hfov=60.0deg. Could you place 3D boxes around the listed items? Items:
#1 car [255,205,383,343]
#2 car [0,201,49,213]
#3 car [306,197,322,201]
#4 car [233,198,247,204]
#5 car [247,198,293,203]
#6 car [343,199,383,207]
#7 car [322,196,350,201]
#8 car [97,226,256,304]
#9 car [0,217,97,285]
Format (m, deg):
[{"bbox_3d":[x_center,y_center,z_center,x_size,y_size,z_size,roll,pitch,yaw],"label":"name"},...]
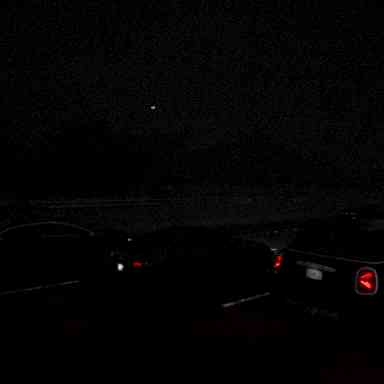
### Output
[{"bbox_3d":[3.660,1.298,6.488,4.553,1.767,2.097,-1,0,-36],"label":"car"},{"bbox_3d":[-13.270,1.452,24.625,5.008,1.535,1.882,-1,0,-36],"label":"car"},{"bbox_3d":[19.823,1.440,52.526,4.181,1.385,1.994,0,0,-35],"label":"car"},{"bbox_3d":[5.785,1.360,33.938,4.674,1.442,1.812,0,0,-36],"label":"car"},{"bbox_3d":[7.799,1.312,31.076,5.008,1.535,1.882,0,0,-36],"label":"car"},{"bbox_3d":[10.679,1.354,19.986,4.892,1.490,1.837,0,0,-36],"label":"car"},{"bbox_3d":[22.087,1.382,49.849,4.892,1.490,1.837,0,0,-35],"label":"car"},{"bbox_3d":[0.124,1.526,8.140,4.181,1.385,1.994,-1,0,-36],"label":"car"},{"bbox_3d":[-4.021,1.476,9.479,4.902,1.511,2.128,-1,0,-36],"label":"car"}]
